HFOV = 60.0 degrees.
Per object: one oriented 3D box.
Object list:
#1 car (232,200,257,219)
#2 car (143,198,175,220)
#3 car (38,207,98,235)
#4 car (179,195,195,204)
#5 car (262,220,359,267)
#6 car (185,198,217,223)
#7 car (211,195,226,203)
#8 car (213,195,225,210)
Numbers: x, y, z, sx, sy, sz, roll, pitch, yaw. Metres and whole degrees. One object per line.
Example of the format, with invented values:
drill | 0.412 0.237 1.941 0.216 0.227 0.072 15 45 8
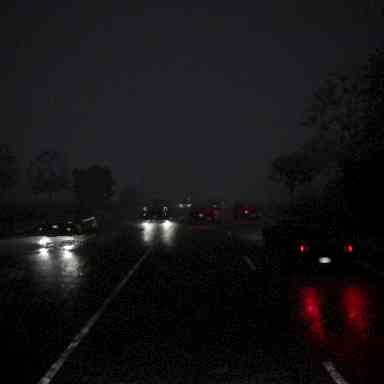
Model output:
car | 4.584 1.450 29.195 1.882 1.535 5.008 0 0 4
car | -2.707 1.321 27.990 2.097 1.767 4.553 0 0 5
car | -6.755 1.542 18.548 1.994 1.385 4.181 0 0 3
car | -0.799 1.281 60.080 2.097 1.767 4.553 0 0 16
car | 3.713 1.590 11.387 1.895 1.301 4.718 0 0 1
car | 0.805 1.451 25.512 1.882 1.535 5.008 0 0 4
car | 5.503 1.407 68.585 1.882 1.535 5.008 0 0 19
car | 2.764 1.449 42.847 2.128 1.511 4.902 0 0 9
